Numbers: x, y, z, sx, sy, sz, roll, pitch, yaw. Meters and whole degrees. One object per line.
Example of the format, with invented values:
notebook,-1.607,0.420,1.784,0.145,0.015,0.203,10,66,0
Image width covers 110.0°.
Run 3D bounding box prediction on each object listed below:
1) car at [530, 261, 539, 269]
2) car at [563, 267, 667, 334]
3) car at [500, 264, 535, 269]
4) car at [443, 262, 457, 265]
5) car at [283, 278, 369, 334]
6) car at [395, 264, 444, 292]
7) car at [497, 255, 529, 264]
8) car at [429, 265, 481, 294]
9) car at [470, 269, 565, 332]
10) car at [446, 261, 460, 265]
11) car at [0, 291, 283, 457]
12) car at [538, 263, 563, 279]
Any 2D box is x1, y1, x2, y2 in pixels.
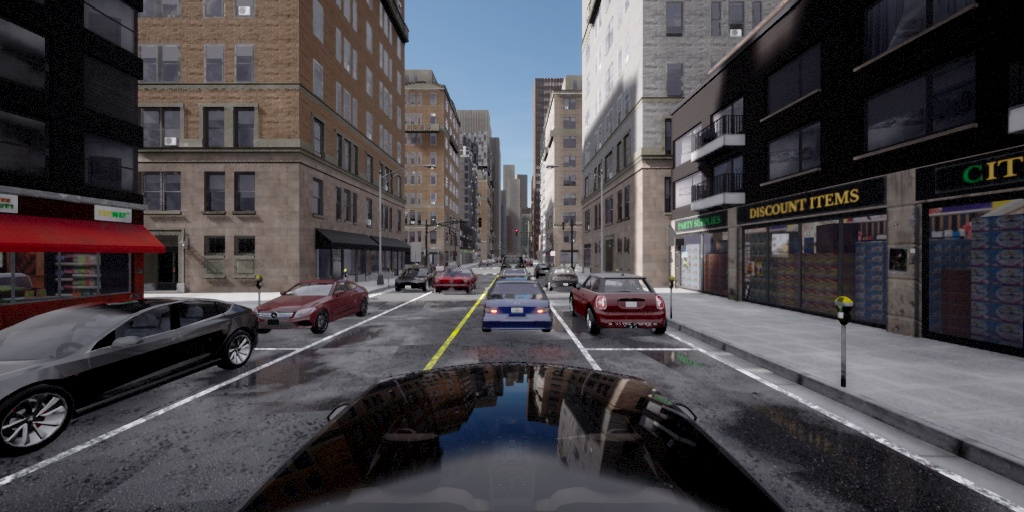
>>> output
car,2.936,1.318,32.569,1.948,1.339,4.313,0,0,0
car,2.877,1.189,10.564,1.967,1.591,4.097,0,0,0
car,0.149,1.351,21.285,1.895,1.301,4.718,0,0,0
car,-5.604,1.333,27.091,1.802,1.307,4.207,0,0,0
car,-5.648,1.332,10.587,1.802,1.307,4.207,0,0,0
car,-5.619,1.316,21.589,1.948,1.339,4.313,0,0,0
car,0.086,0.974,31.317,2.150,2.045,5.566,0,0,0
car,-3.044,1.351,20.209,1.895,1.301,4.718,0,0,0
car,0.123,1.297,10.780,2.033,1.411,5.357,0,0,0
car,-5.589,1.193,32.592,1.967,1.591,4.097,0,0,0
car,-5.664,1.316,5.086,1.948,1.339,4.313,0,0,0
car,2.906,1.301,21.566,2.007,1.370,4.403,0,0,0
